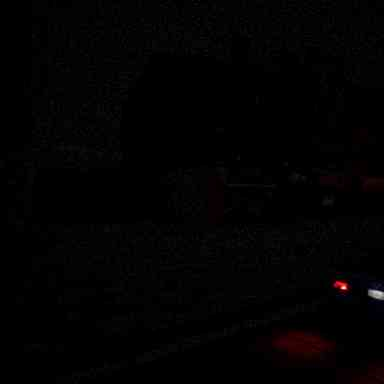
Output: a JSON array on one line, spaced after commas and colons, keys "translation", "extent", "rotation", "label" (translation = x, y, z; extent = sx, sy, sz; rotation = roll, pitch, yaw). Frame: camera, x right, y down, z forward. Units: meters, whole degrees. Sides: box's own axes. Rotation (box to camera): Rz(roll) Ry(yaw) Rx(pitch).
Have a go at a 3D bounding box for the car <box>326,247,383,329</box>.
[{"translation": [4.823, 1.571, 6.338], "extent": [5.357, 1.411, 2.033], "rotation": [0, 0, -34], "label": "car"}]
